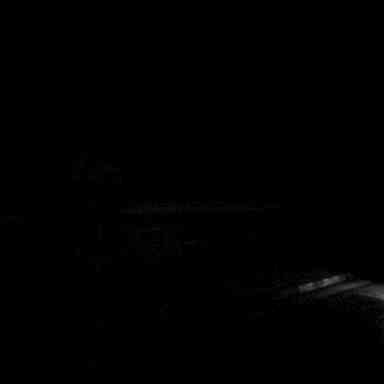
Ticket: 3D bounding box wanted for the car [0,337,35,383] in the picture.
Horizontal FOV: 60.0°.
[{"bbox_3d":[-3.057,1.523,1.198,4.674,1.442,1.812,0,0,-35],"label":"car"}]
